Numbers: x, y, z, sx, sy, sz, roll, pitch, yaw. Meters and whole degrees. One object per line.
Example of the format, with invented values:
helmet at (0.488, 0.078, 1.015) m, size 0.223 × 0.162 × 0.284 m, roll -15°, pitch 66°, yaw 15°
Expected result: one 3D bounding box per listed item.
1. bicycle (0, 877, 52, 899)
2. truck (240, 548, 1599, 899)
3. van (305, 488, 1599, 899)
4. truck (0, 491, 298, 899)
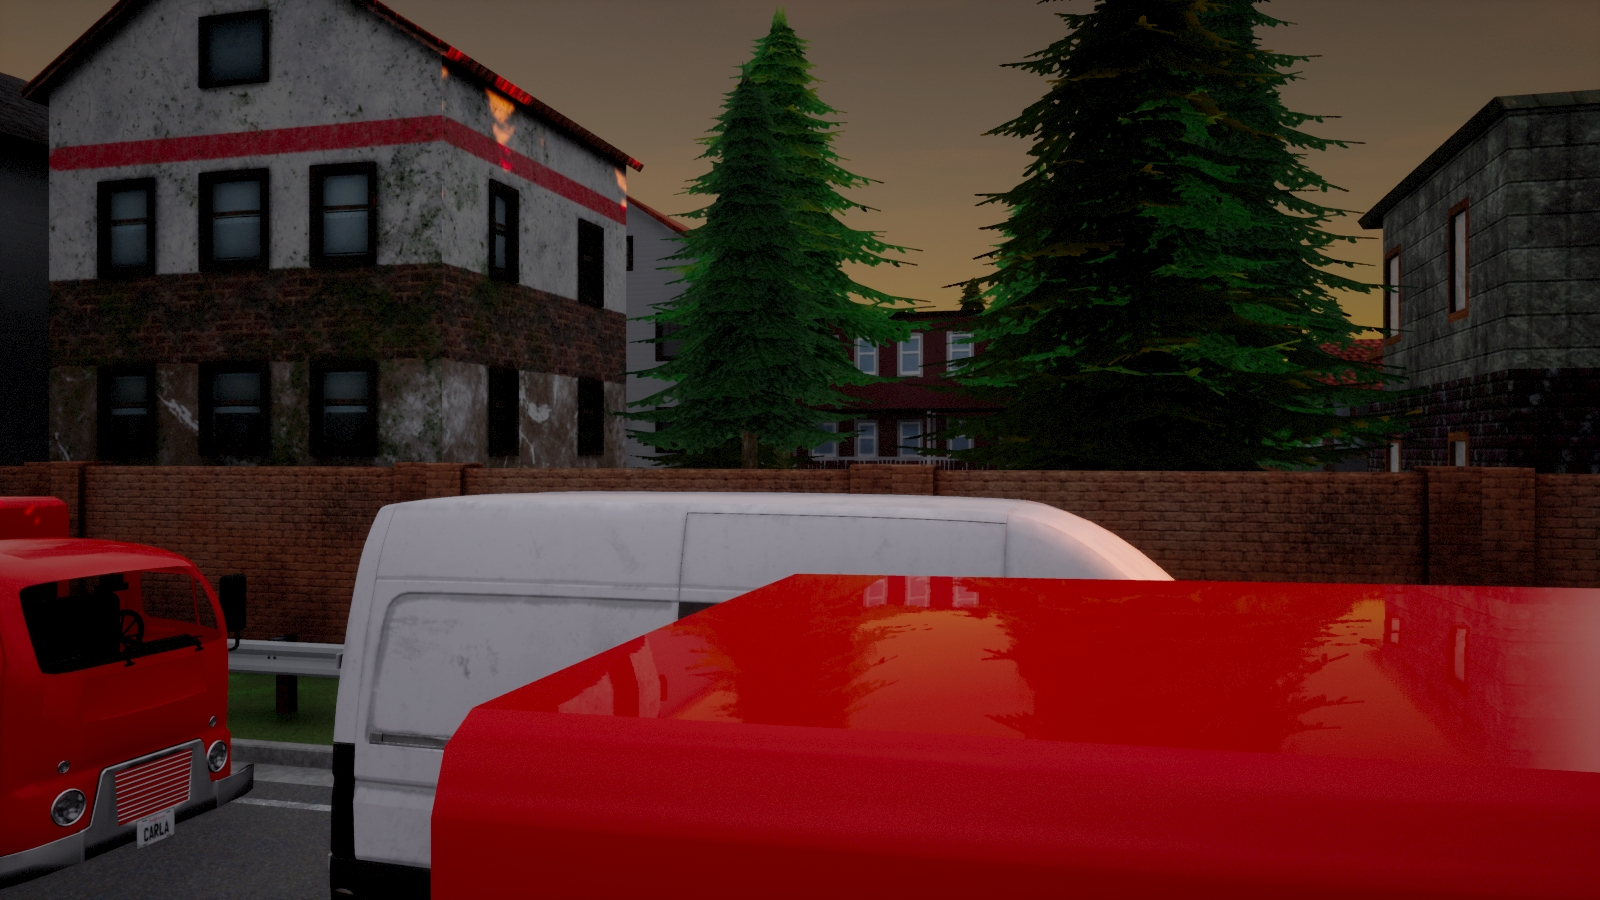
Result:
bicycle at (-3.101, 2.056, 3.494) m, size 1.643 × 1.496 × 0.373 m, roll 0°, pitch 0°, yaw 16°
truck at (2.192, 1.568, 1.959) m, size 5.204 × 2.467 × 2.627 m, roll 0°, pitch 0°, yaw 15°
van at (0.608, 1.535, 6.000) m, size 5.915 × 2.561 × 1.988 m, roll 0°, pitch 0°, yaw 15°
truck at (-6.587, 1.568, 7.895) m, size 5.204 × 2.467 × 2.627 m, roll 0°, pitch 0°, yaw 15°
